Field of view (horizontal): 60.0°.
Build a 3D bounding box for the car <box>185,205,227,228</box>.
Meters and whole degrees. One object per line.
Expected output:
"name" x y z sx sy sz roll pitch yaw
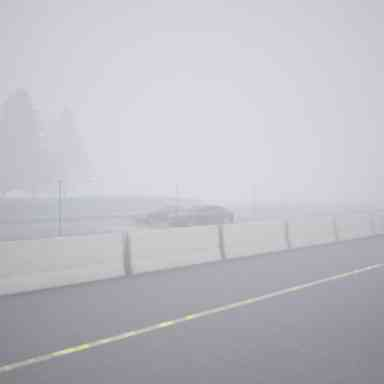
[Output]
"car" 0.607 1.573 21.760 4.892 1.490 1.837 0 0 -36
